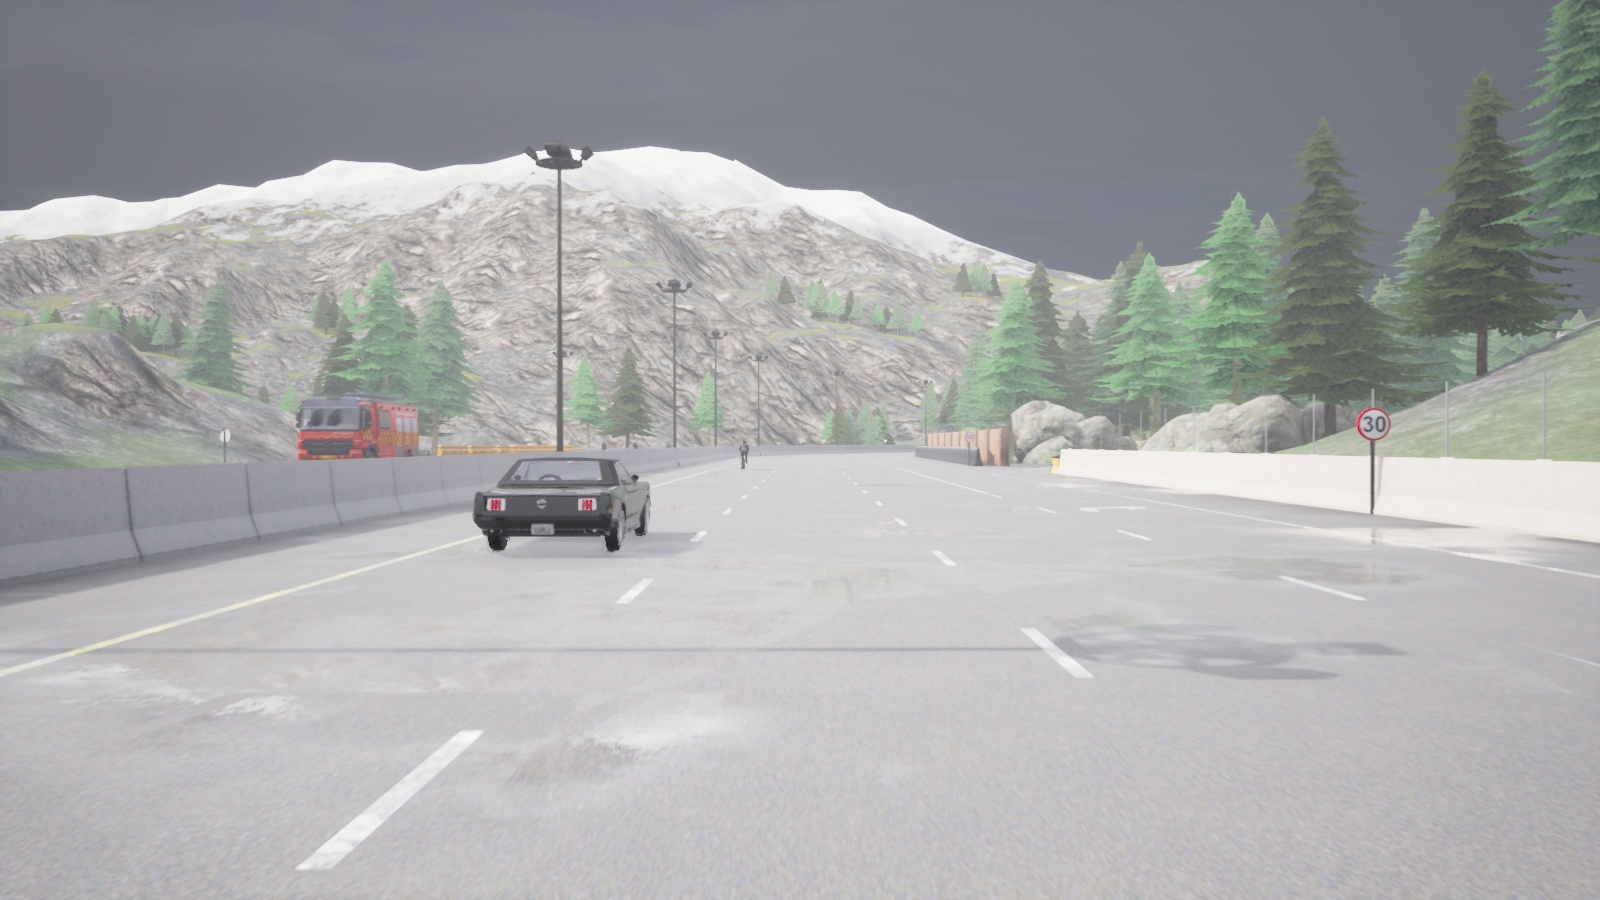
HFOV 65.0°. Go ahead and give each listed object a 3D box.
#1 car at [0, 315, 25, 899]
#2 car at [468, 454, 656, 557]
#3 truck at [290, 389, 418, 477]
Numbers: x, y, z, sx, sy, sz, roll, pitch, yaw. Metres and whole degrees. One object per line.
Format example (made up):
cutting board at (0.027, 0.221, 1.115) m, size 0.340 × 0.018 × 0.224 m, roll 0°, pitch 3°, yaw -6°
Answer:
car at (-3.473, 0.528, 2.132) m, size 1.905 × 1.878 × 3.866 m, roll 0°, pitch 0°, yaw 0°
car at (-3.378, 0.738, 18.785) m, size 1.895 × 1.301 × 4.718 m, roll 0°, pitch 0°, yaw 0°
truck at (-20.615, -0.765, 58.664) m, size 2.891 × 3.827 × 8.468 m, roll 0°, pitch 0°, yaw 1°
